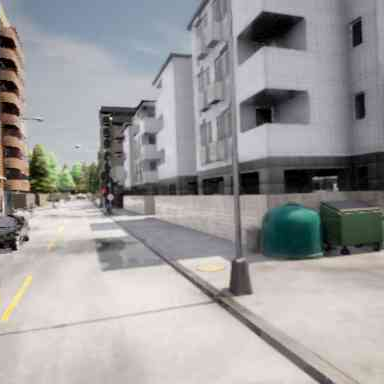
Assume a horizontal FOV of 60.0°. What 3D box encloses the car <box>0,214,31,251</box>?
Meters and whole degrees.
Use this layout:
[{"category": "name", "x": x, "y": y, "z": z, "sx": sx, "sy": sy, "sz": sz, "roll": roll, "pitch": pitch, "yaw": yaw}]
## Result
[{"category": "car", "x": -8.977, "y": 1.831, "z": 15.791, "sx": 1.882, "sy": 1.535, "sz": 5.008, "roll": -2, "pitch": 0, "yaw": -18}]
